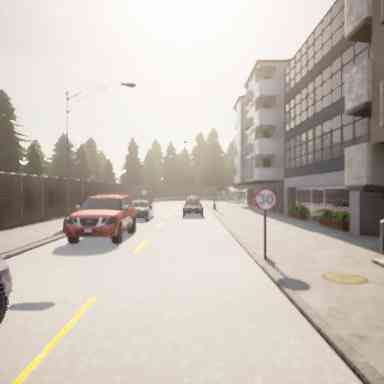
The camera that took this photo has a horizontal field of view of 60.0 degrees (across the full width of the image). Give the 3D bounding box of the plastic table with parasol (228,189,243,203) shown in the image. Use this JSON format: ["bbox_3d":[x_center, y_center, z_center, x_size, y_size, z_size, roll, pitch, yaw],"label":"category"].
[{"bbox_3d":[7.781,0.655,59.789,2.482,2.480,2.482,0,0,0],"label":"plastic table with parasol"}]

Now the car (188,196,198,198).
[{"bbox_3d":[0.096,1.294,46.633,1.837,1.490,4.892,0,1,0],"label":"car"}]

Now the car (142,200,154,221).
[{"bbox_3d":[-4.055,1.386,25.770,1.837,1.490,4.892,0,1,0],"label":"car"}]

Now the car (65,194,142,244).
[{"bbox_3d":[-4.055,1.149,15.815,2.150,2.045,5.566,0,0,0],"label":"car"}]

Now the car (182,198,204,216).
[{"bbox_3d":[0.100,1.463,30.455,1.895,1.301,4.718,0,0,0],"label":"car"}]

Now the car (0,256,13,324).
[{"bbox_3d":[-4.079,1.506,4.131,1.812,1.442,4.674,0,0,0],"label":"car"}]
